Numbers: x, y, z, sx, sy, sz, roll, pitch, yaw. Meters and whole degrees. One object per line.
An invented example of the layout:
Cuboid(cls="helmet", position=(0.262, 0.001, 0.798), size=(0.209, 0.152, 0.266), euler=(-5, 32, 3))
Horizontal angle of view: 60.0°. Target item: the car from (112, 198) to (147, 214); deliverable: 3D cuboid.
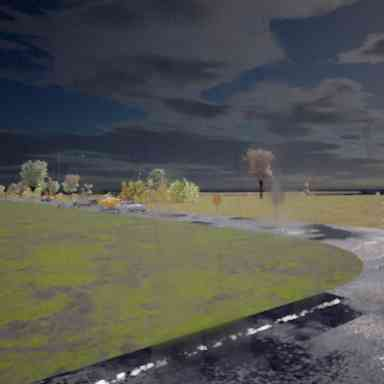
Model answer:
Cuboid(cls="car", position=(-6.682, 1.606, 36.212), size=(1.895, 1.301, 4.718), euler=(0, 0, -35))

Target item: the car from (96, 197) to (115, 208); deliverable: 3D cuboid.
Cuboid(cls="car", position=(-11.843, 1.505, 48.604), size=(1.882, 1.535, 5.008), euler=(0, 0, -34))

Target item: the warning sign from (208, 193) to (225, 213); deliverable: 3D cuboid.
Cuboid(cls="warning sign", position=(2.409, 1.064, 32.479), size=(1.300, 1.860, 1.060), euler=(0, 0, -35))

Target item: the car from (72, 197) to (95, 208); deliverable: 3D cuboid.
Cuboid(cls="car", position=(-16.972, 1.622, 51.042), size=(1.837, 1.490, 4.892), euler=(0, 0, -35))
